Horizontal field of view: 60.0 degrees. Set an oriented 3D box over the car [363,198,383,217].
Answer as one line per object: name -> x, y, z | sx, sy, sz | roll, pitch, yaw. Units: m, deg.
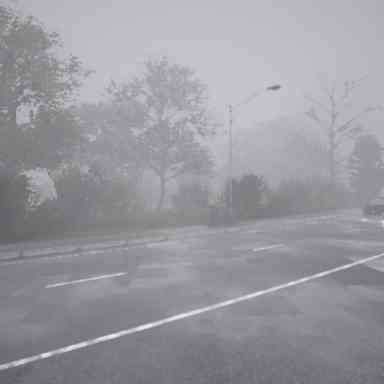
car -> 15.485, 1.192, 26.824 | 5.008, 1.535, 1.882 | -1, 1, -44
